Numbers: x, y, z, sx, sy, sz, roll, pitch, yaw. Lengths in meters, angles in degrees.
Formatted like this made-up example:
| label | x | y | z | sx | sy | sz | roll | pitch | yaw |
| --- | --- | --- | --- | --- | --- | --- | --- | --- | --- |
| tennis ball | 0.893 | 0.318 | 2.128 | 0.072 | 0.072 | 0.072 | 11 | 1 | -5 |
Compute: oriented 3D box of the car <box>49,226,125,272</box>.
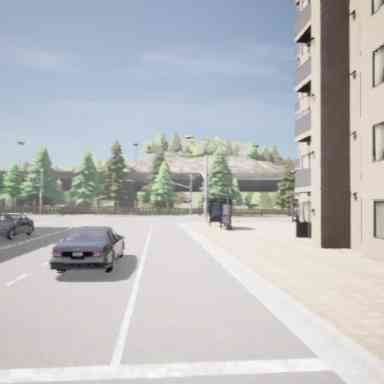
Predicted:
| label | x | y | z | sx | sy | sz | roll | pitch | yaw |
| --- | --- | --- | --- | --- | --- | --- | --- | --- | --- |
| car | -3.644 | 1.984 | 12.326 | 2.033 | 1.411 | 5.357 | 1 | -2 | -6 |

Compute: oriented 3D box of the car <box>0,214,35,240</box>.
| label | x | y | z | sx | sy | sz | roll | pitch | yaw |
| --- | --- | --- | --- | --- | --- | --- | --- | --- | --- |
| car | -11.700 | 2.165 | 21.227 | 2.128 | 1.511 | 4.902 | 1 | -2 | -6 |
